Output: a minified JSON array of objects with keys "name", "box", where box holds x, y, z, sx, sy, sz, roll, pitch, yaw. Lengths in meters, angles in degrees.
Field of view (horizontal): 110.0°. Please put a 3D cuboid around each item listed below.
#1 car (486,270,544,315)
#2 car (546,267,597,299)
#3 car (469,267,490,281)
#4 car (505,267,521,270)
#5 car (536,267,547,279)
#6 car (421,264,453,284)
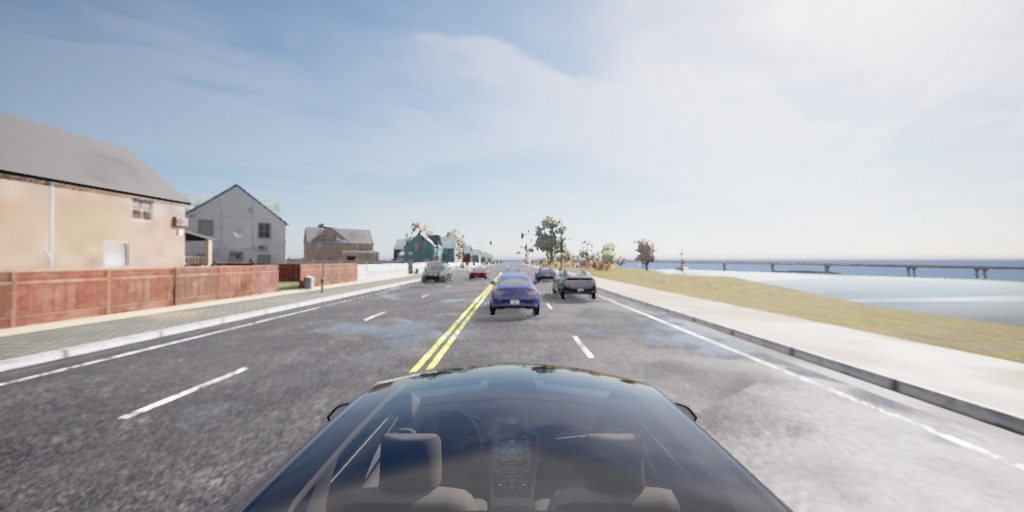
[{"name":"car","box":[0.100,1.439,14.445,1.812,1.442,4.674,0,-1,0]},{"name":"car","box":[3.344,1.475,19.839,2.128,1.511,4.902,0,-1,0]},{"name":"car","box":[-3.350,1.814,37.018,1.895,1.301,4.718,0,-1,0]},{"name":"car","box":[0.091,1.677,30.875,2.033,1.411,5.357,0,-1,0]},{"name":"car","box":[3.343,1.763,35.935,1.994,1.385,4.181,0,-1,0]},{"name":"car","box":[-6.602,1.495,31.951,2.097,1.767,4.553,0,-1,0]}]
